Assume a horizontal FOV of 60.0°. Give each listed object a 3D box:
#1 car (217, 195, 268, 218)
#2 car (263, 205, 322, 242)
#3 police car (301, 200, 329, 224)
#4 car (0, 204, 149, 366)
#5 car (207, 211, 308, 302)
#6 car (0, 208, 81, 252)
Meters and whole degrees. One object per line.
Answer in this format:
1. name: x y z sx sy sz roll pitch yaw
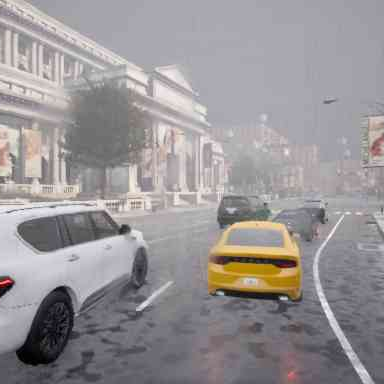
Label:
1. car: 3.403 1.222 21.165 2.150 2.045 5.566 0 0 26
2. car: 5.162 1.564 16.744 1.994 1.385 4.181 0 0 26
3. police car: 9.169 1.425 25.099 1.930 1.638 5.238 0 0 27
4. car: -2.555 1.222 6.094 2.150 2.045 5.566 0 0 11
5. car: 1.700 1.478 8.446 1.882 1.535 5.008 0 0 15
6. car: -7.469 1.547 14.585 2.033 1.411 5.357 0 0 21
